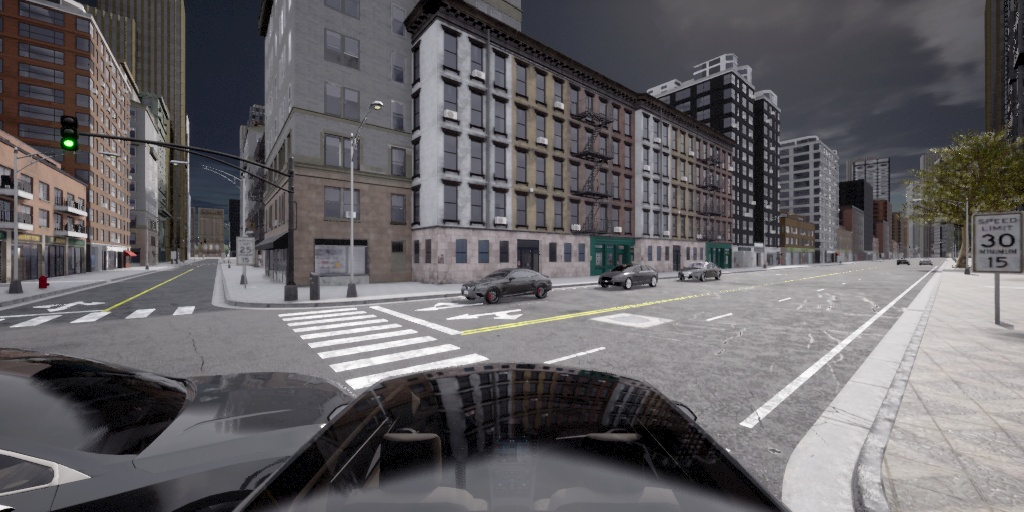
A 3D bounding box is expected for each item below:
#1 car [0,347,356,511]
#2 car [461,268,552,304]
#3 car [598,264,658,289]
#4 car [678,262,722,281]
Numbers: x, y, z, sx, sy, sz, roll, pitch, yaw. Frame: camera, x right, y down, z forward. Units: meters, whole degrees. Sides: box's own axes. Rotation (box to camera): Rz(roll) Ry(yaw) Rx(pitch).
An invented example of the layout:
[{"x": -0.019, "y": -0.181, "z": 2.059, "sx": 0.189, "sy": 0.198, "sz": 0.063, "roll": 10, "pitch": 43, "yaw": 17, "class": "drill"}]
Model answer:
[{"x": -3.233, "y": 1.257, "z": 1.695, "sx": 4.892, "sy": 1.490, "sz": 1.837, "roll": 0, "pitch": 0, "yaw": -35, "class": "car"}, {"x": -0.140, "y": 1.286, "z": 16.686, "sx": 4.674, "sy": 1.442, "sz": 1.812, "roll": 0, "pitch": 0, "yaw": -39, "class": "car"}, {"x": 7.513, "y": 1.257, "z": 22.957, "sx": 4.892, "sy": 1.490, "sz": 1.837, "roll": 0, "pitch": 0, "yaw": -39, "class": "car"}, {"x": 15.484, "y": 1.234, "z": 29.476, "sx": 4.902, "sy": 1.511, "sz": 2.128, "roll": 0, "pitch": 0, "yaw": -39, "class": "car"}]
